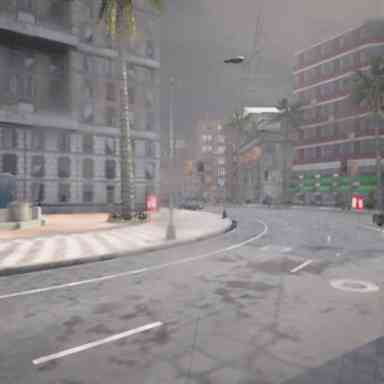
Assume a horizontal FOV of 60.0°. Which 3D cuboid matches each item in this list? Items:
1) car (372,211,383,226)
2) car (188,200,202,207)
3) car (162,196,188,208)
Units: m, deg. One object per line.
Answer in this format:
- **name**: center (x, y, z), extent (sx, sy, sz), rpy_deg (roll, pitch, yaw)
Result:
- **car**: center (13.852, 1.734, 22.126), extent (2.033, 1.411, 5.357), rpy_deg (0, 0, 10)
- **car**: center (-0.134, 2.076, 60.564), extent (1.895, 1.301, 4.718), rpy_deg (0, -1, -32)
- **car**: center (-3.415, 1.685, 59.223), extent (2.150, 2.045, 5.566), rpy_deg (0, -1, -32)
